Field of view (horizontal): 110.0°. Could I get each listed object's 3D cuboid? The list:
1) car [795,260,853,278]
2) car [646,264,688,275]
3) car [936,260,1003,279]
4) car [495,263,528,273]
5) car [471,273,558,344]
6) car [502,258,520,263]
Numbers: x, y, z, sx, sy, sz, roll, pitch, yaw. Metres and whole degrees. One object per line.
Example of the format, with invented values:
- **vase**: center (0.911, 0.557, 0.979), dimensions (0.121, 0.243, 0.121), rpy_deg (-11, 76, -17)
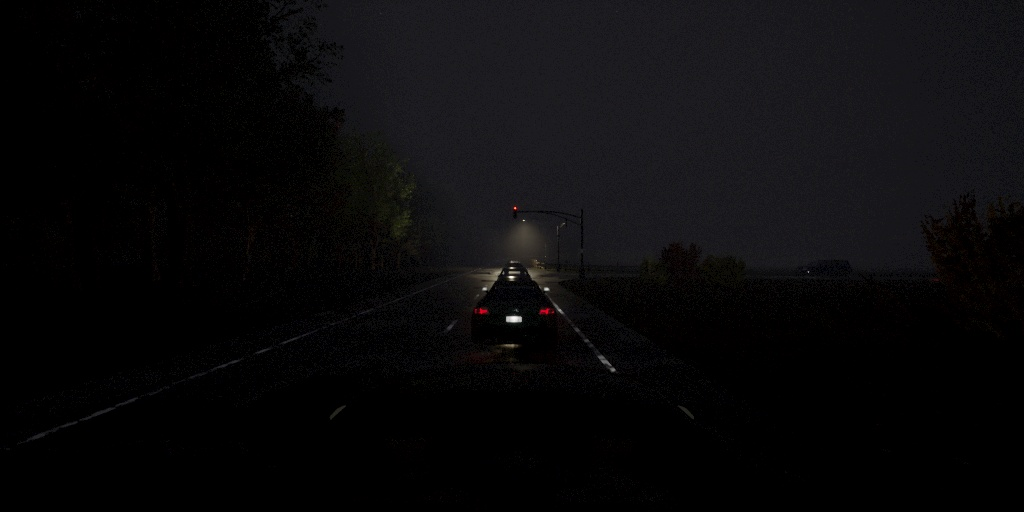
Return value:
- **car**: center (36.240, 1.423, 41.690), dimensions (5.566, 2.045, 2.150), rpy_deg (1, -1, 0)
- **car**: center (18.047, 1.494, 41.812), dimensions (4.902, 1.511, 2.128), rpy_deg (0, -1, 1)
- **car**: center (48.591, 1.498, 38.024), dimensions (5.566, 2.045, 2.150), rpy_deg (1, -1, 0)
- **car**: center (0.120, 1.301, 18.844), dimensions (2.033, 1.411, 5.357), rpy_deg (0, 0, 0)
- **car**: center (0.092, 1.316, 9.640), dimensions (1.994, 1.385, 4.181), rpy_deg (0, 0, 1)
- **car**: center (0.239, 1.303, 52.204), dimensions (2.033, 1.411, 5.357), rpy_deg (0, 0, -8)
